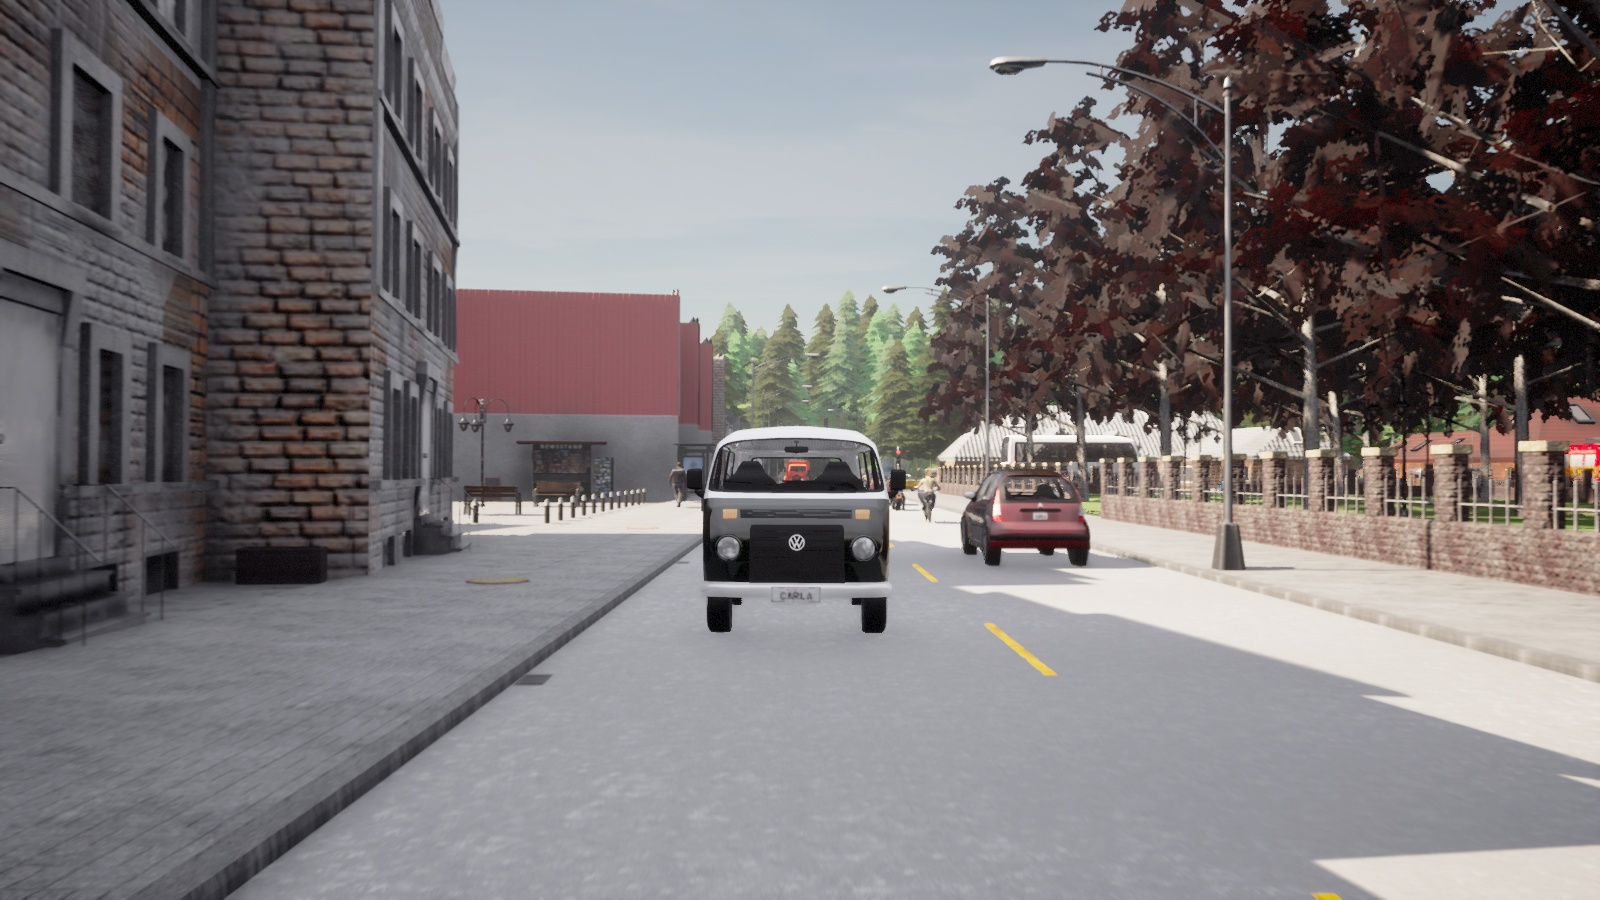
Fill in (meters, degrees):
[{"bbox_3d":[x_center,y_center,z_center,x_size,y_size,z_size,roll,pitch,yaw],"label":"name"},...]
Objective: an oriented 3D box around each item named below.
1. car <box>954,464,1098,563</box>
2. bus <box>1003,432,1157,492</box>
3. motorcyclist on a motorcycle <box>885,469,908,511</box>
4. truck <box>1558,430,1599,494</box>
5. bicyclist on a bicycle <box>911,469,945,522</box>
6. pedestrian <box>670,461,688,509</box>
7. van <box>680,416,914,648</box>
[{"bbox_3d":[3.944,1.075,22.564,1.851,1.617,3.988,0,-1,0],"label":"car"},{"bbox_3d":[20.292,0.889,91.533,10.273,4.253,3.944,0,-1,-2],"label":"bus"},{"bbox_3d":[3.901,1.600,50.832,0.766,1.649,2.350,0,-1,0],"label":"motorcyclist on a motorcycle"},{"bbox_3d":[49.071,0.697,74.298,2.891,3.827,8.468,0,-1,-3],"label":"truck"},{"bbox_3d":[3.914,1.380,38.474,0.866,1.612,1.509,0,-1,0],"label":"bicyclist on a bicycle"},{"bbox_3d":[-4.751,1.361,49.401,0.563,1.883,0.849,0,-1,3],"label":"pedestrian"},{"bbox_3d":[-0.034,0.762,13.348,2.069,2.038,4.480,0,-1,0],"label":"van"}]
